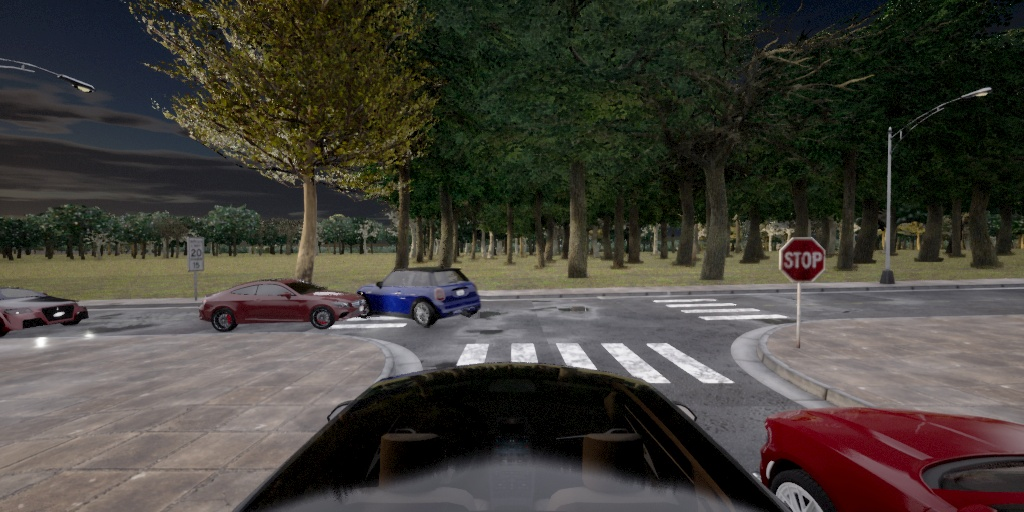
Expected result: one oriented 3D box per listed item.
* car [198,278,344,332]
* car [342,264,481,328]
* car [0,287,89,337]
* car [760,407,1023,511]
[{"bbox_3d":[-7.037,1.431,11.193,4.674,1.442,1.812,-1,1,0],"label":"car"},{"bbox_3d":[-3.297,1.150,11.935,4.553,1.767,2.097,-1,2,34],"label":"car"},{"bbox_3d":[-16.148,1.690,11.188,4.181,1.385,1.994,-1,1,0],"label":"car"},{"bbox_3d":[2.636,1.295,0.758,1.888,1.381,4.507,0,0,0],"label":"car"}]
